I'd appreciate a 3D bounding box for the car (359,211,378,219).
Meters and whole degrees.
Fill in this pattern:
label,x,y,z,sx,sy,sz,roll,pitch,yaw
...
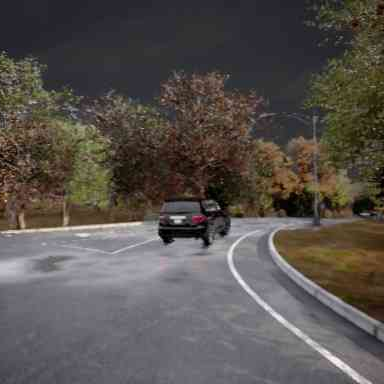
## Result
label,x,y,z,sx,sy,sz,roll,pitch,yaw
car,28.119,3.736,53.050,2.128,1.511,4.902,-1,-5,39

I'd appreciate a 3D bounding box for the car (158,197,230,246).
label,x,y,z,sx,sy,sz,roll,pitch,yaw
car,0.265,1.269,15.842,2.150,2.045,5.566,-2,-1,18

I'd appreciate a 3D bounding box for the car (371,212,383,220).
label,x,y,z,sx,sy,sz,roll,pitch,yaw
car,34.447,4.393,60.812,2.033,1.411,5.357,-1,-5,40
